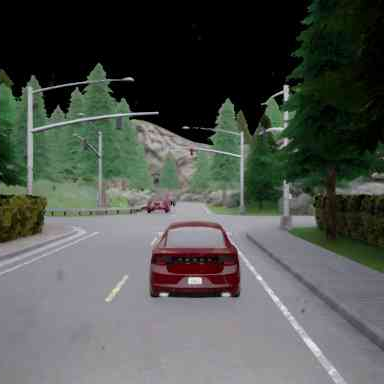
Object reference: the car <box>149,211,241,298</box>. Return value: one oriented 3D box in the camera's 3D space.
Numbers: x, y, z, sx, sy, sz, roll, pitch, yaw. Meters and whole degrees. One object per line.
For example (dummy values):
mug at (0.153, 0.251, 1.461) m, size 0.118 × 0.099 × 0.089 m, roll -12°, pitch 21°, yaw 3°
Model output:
car at (0.074, 1.478, 8.578) m, size 1.882 × 1.535 × 5.008 m, roll 0°, pitch 0°, yaw 0°

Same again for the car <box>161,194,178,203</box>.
car at (-4.556, 1.352, 67.369) m, size 2.097 × 1.767 × 4.553 m, roll 0°, pitch 0°, yaw -21°

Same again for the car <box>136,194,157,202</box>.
car at (-10.948, 1.355, 79.724) m, size 4.553 × 1.767 × 2.097 m, roll 0°, pitch 0°, yaw 24°

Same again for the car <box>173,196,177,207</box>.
car at (-3.566, 1.600, 52.186) m, size 1.895 × 1.301 × 4.718 m, roll 0°, pitch 0°, yaw 0°

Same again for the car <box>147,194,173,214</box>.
car at (-3.560, 1.220, 36.425) m, size 2.150 × 2.045 × 5.566 m, roll 0°, pitch 0°, yaw 0°
